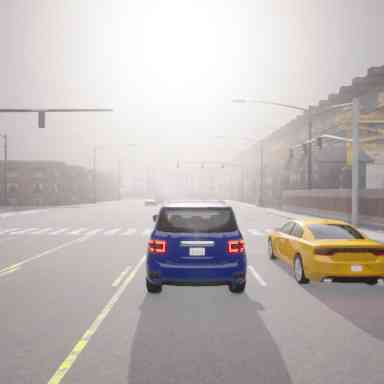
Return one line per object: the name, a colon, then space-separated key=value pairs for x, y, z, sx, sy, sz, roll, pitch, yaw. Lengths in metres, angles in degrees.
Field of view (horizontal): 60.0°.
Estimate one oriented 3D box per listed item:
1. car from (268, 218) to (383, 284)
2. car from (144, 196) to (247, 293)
car: x=3.565 y=1.502 z=9.667 sx=1.882 sy=1.535 sz=5.008 roll=0 pitch=0 yaw=0
car: x=0.065 y=1.236 z=9.041 sx=2.150 sy=2.045 sz=5.566 roll=0 pitch=0 yaw=-1
